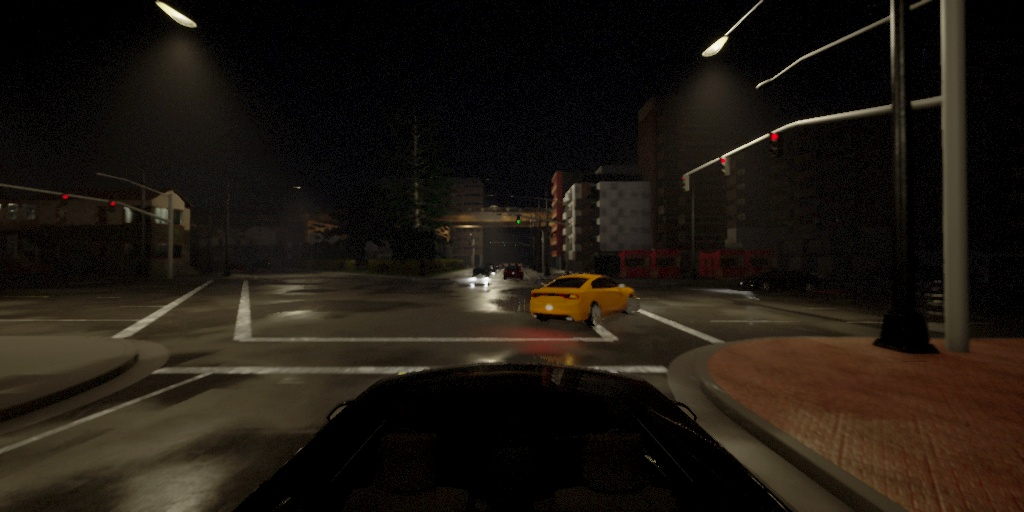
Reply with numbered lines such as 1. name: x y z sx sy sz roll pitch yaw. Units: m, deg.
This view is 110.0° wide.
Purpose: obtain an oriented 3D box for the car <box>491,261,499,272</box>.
1. car: -3.531 1.794 56.506 1.837 1.490 4.892 0 0 1

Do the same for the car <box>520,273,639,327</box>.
1. car: 2.620 1.363 12.302 1.882 1.535 5.008 -3 -2 38

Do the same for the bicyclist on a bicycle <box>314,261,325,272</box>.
1. bicyclist on a bicycle: -29.320 1.576 54.617 0.582 1.620 1.656 -1 -1 44

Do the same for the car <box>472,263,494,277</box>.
1. car: -3.571 1.753 42.455 1.895 1.301 4.718 0 -1 0

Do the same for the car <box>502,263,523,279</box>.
1. car: 0.112 1.663 37.195 1.994 1.385 4.181 0 -1 0

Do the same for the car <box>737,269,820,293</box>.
1. car: 17.876 1.636 24.188 4.892 1.490 1.837 1 -1 0
